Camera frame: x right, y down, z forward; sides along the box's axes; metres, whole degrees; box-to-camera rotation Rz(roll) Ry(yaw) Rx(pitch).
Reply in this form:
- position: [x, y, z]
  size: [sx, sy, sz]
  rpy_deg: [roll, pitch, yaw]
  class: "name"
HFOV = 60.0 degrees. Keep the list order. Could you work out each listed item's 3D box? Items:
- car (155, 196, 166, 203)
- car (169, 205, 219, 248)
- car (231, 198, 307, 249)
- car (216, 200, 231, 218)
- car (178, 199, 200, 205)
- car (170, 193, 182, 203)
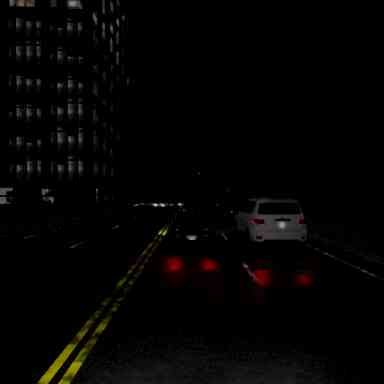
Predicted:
- position: [-6.502, 1.551, 67.913]
  size: [1.895, 1.301, 4.718]
  rpy_deg: [0, 0, 0]
  class: "car"
- position: [0.001, 1.529, 14.652]
  size: [1.812, 1.442, 4.674]
  rpy_deg: [0, 0, 0]
  class: "car"
- position: [3.251, 1.254, 14.682]
  size: [2.150, 2.045, 5.566]
  rpy_deg: [0, 0, 0]
  class: "car"
- position: [3.251, 1.479, 29.653]
  size: [1.882, 1.535, 5.008]
  rpy_deg: [0, 0, 0]
  class: "car"
- position: [0.001, 1.558, 29.652]
  size: [2.033, 1.411, 5.357]
  rpy_deg: [0, 0, 0]
  class: "car"
- position: [-3.253, 1.167, 67.907]
  size: [2.150, 2.045, 5.566]
  rpy_deg: [0, 0, 0]
  class: "car"
